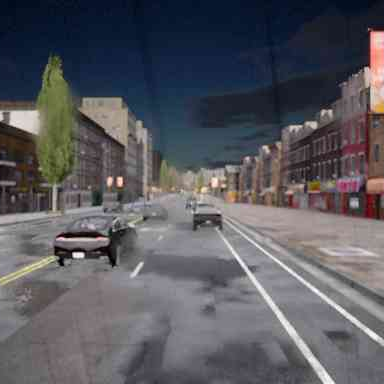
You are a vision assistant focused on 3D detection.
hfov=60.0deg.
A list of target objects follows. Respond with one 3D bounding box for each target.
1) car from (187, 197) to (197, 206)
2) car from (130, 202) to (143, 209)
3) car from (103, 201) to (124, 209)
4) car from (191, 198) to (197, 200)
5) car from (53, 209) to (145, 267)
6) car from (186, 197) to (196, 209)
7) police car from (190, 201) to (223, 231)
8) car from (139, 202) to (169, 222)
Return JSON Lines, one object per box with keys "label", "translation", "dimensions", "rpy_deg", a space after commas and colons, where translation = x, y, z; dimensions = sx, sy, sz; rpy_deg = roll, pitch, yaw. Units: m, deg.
{"label": "car", "translation": [-0.005, 2.093, 74.296], "dimensions": [2.150, 2.045, 5.566], "rpy_deg": [0, -1, 0]}
{"label": "car", "translation": [-6.591, 1.953, 41.849], "dimensions": [1.812, 1.442, 4.674], "rpy_deg": [0, -1, 0]}
{"label": "car", "translation": [-9.840, 1.935, 41.913], "dimensions": [1.837, 1.490, 4.892], "rpy_deg": [0, -1, 0]}
{"label": "car", "translation": [0.972, 1.837, 38.411], "dimensions": [1.801, 1.575, 5.366], "rpy_deg": [0, -1, 0]}
{"label": "car", "translation": [-3.153, 1.575, 11.675], "dimensions": [2.128, 1.511, 4.902], "rpy_deg": [0, -1, 0]}
{"label": "car", "translation": [-0.004, 2.017, 57.005], "dimensions": [2.097, 1.767, 4.553], "rpy_deg": [0, -1, 0]}
{"label": "police car", "translation": [0.973, 1.622, 22.330], "dimensions": [1.930, 1.638, 5.238], "rpy_deg": [0, -1, 0]}
{"label": "car", "translation": [-3.154, 1.839, 29.601], "dimensions": [1.994, 1.385, 4.181], "rpy_deg": [0, -1, 0]}
